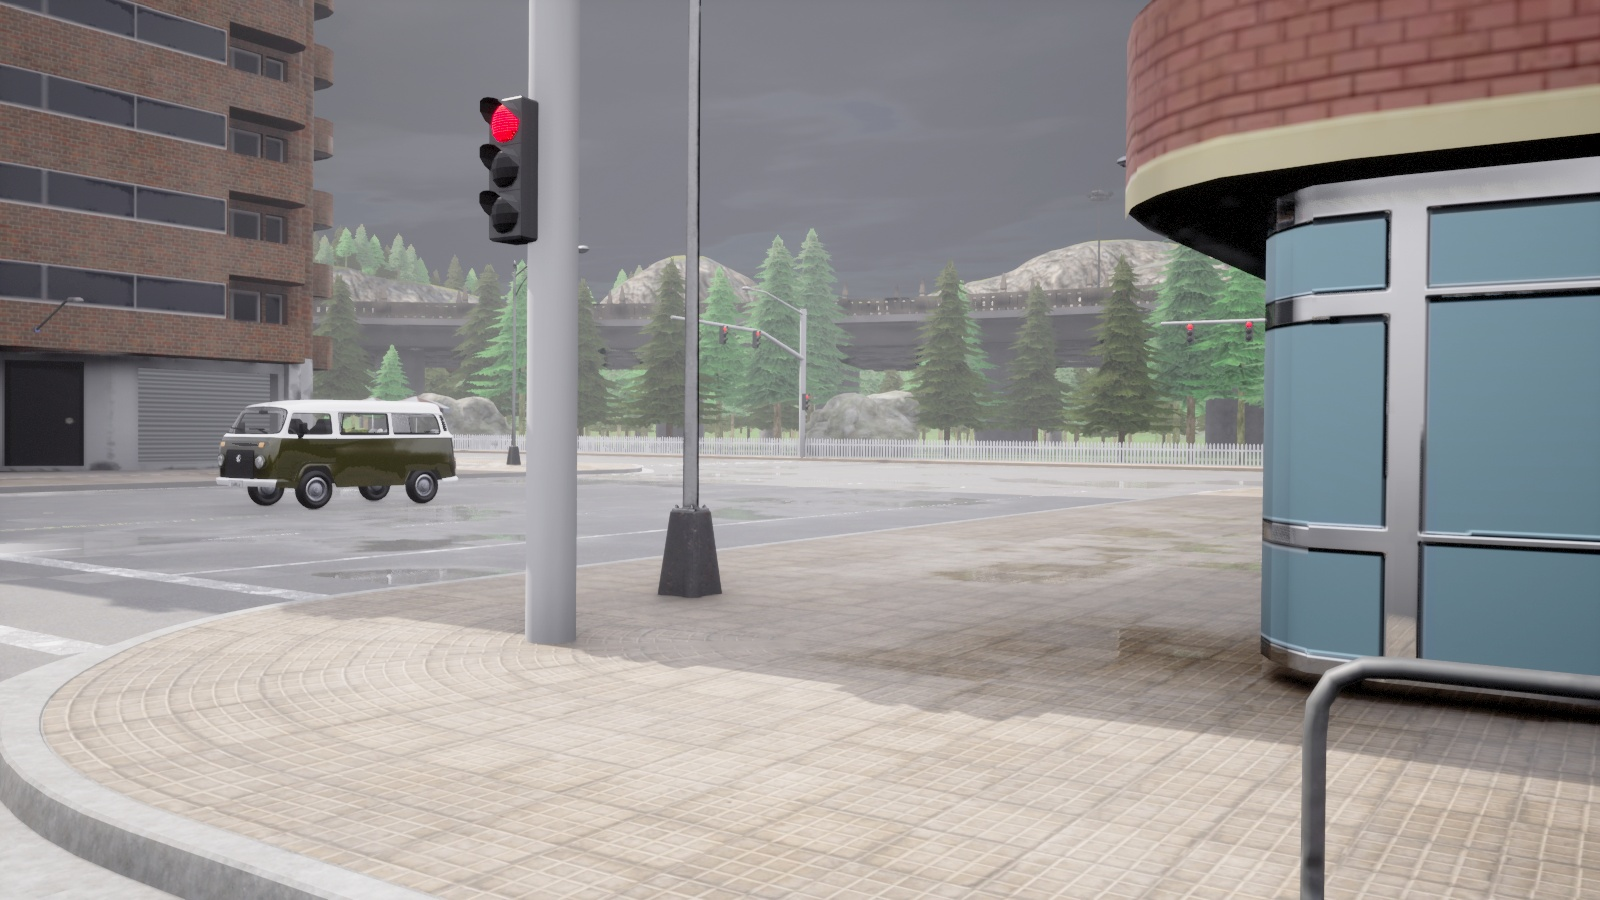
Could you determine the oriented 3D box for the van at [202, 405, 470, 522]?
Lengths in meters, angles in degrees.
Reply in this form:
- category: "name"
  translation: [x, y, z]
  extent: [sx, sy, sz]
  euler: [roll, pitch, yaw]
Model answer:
- category: "van"
  translation: [-8.850, 0.202, 24.340]
  extent: [2.069, 2.038, 4.480]
  euler: [0, 1, 34]
